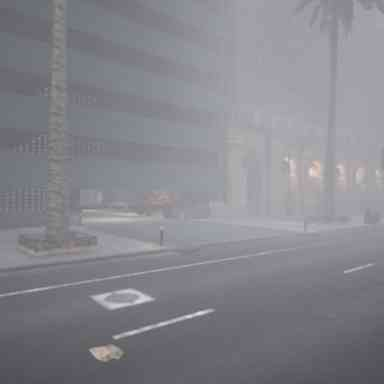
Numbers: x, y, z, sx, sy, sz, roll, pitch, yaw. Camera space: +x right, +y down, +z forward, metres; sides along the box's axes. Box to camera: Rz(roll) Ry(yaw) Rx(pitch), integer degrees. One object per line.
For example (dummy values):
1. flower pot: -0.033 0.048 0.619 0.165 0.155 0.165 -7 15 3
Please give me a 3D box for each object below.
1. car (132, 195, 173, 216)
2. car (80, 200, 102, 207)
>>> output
1. car: -3.174 1.291 33.241 5.566 2.045 2.435 1 -1 -39
2. car: -15.399 1.742 47.149 4.718 1.301 1.895 1 -1 -39
